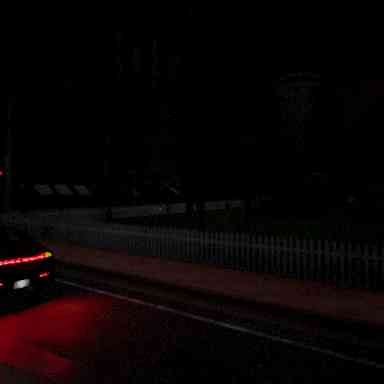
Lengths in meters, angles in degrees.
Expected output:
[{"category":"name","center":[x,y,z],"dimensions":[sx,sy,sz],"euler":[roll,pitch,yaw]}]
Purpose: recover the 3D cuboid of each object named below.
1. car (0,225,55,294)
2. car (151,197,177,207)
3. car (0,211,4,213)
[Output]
[{"category":"car","center":[-5.110,1.490,7.597],"dimensions":[4.902,1.511,2.128],"euler":[0,0,36]},{"category":"car","center":[-4.164,1.499,50.488],"dimensions":[1.837,1.490,4.892],"euler":[0,0,34]},{"category":"car","center":[-14.873,1.543,22.074],"dimensions":[2.033,1.411,5.357],"euler":[0,0,20]}]
